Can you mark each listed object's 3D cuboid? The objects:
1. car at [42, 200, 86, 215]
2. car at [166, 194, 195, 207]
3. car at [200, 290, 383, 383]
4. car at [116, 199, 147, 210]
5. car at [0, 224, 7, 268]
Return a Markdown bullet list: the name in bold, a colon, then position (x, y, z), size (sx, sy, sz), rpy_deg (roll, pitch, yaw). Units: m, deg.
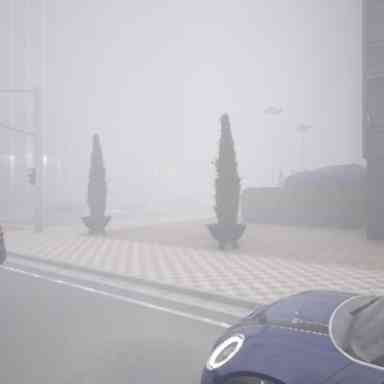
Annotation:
- **car**: position (-13.465, 1.561, 34.790), size (2.128, 1.511, 4.902), rpy_deg (0, 0, 35)
- **car**: position (-1.690, 1.291, 51.615), size (2.150, 2.045, 5.566), rpy_deg (0, 0, 35)
- **car**: position (2.263, 1.350, 2.378), size (4.553, 1.767, 2.097), rpy_deg (0, 0, 36)
- **car**: position (-7.771, 1.634, 42.931), size (1.994, 1.385, 4.181), rpy_deg (0, 0, 35)
- **car**: position (-7.334, 1.248, 9.210), size (5.566, 2.045, 2.150), rpy_deg (0, 0, 36)
